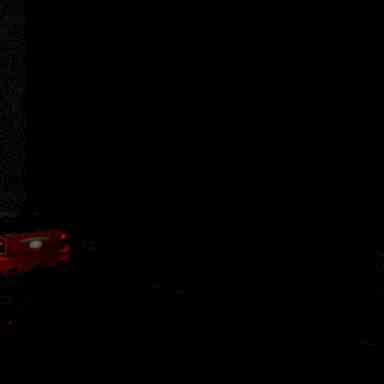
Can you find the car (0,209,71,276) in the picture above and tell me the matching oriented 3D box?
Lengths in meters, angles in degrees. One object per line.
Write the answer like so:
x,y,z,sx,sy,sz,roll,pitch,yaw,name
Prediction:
-5.477,1.312,9.629,4.553,1.767,2.097,0,0,41,car
